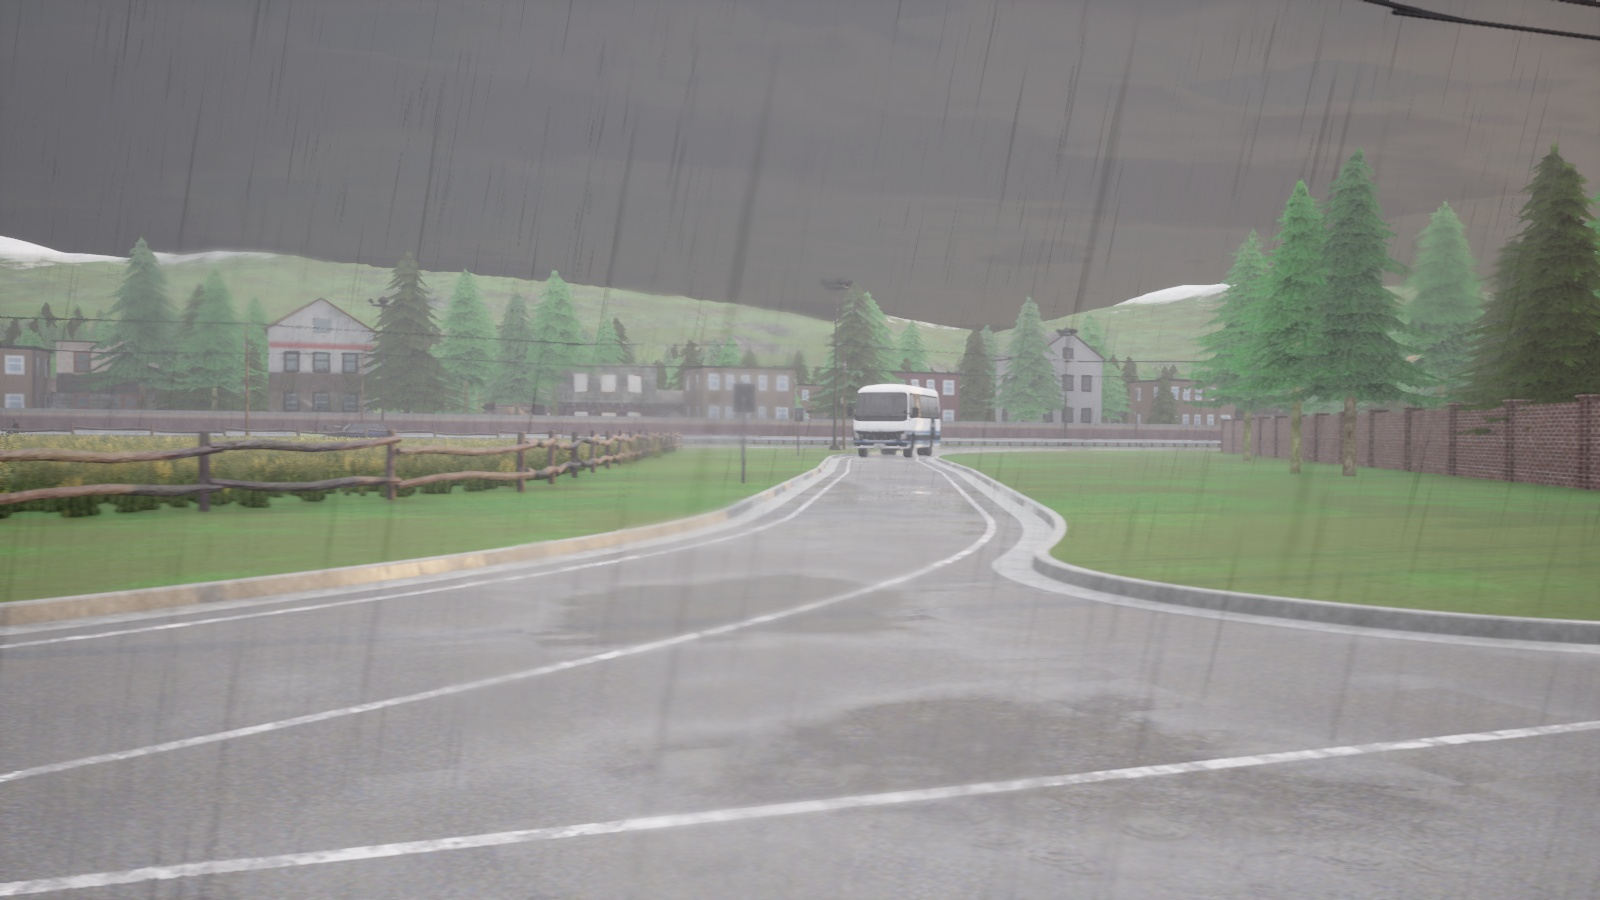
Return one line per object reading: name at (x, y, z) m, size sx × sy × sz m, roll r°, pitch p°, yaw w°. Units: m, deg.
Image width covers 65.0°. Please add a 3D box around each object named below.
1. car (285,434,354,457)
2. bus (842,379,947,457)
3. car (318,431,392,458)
car at (-34.272, -0.342, 89.573) m, size 4.514 × 1.525 × 2.007 m, roll -1°, pitch 1°, yaw -21°
bus at (5.790, -1.854, 74.519) m, size 3.944 × 4.253 × 10.273 m, roll -1°, pitch 1°, yaw 17°
car at (-29.700, -0.386, 83.810) m, size 4.553 × 1.767 × 2.097 m, roll -1°, pitch 1°, yaw -21°
